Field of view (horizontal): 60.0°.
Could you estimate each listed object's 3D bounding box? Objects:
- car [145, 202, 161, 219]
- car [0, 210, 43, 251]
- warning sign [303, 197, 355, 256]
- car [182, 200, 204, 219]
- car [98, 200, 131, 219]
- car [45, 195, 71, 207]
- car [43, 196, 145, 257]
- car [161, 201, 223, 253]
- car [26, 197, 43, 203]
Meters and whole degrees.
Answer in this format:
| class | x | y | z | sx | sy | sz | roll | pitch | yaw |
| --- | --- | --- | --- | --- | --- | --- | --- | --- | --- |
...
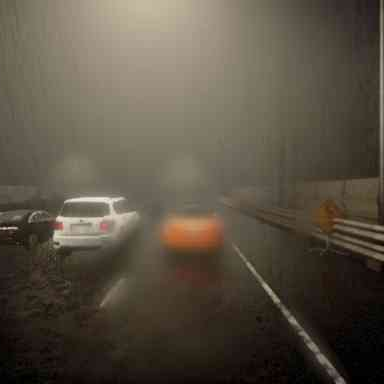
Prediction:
| class | x | y | z | sx | sy | sz | roll | pitch | yaw |
| --- | --- | --- | --- | --- | --- | --- | --- | --- | --- |
| car | -3.412 | 1.569 | 29.539 | 1.994 | 1.385 | 4.181 | 0 | 0 | 0 |
| car | -6.924 | 1.492 | 14.051 | 2.128 | 1.511 | 4.902 | 0 | 0 | 0 |
| warning sign | 4.550 | 1.115 | 11.137 | 1.300 | 1.860 | 1.060 | 0 | 0 | 0 |
| car | 0.091 | 1.531 | 30.014 | 1.812 | 1.442 | 4.674 | 0 | 0 | 0 |
| car | -6.909 | 1.531 | 30.149 | 1.812 | 1.442 | 4.674 | 0 | 0 | 0 |
| car | -21.029 | 1.376 | 52.375 | 2.097 | 1.767 | 4.553 | 0 | 0 | 0 |
| car | -3.431 | 1.223 | 13.041 | 2.150 | 2.045 | 5.566 | 0 | 0 | 0 |
| car | 0.074 | 1.351 | 13.764 | 2.097 | 1.767 | 4.553 | 0 | 0 | 0 |
| car | -24.524 | 1.516 | 52.602 | 2.128 | 1.511 | 4.902 | 0 | 0 | 0 |
